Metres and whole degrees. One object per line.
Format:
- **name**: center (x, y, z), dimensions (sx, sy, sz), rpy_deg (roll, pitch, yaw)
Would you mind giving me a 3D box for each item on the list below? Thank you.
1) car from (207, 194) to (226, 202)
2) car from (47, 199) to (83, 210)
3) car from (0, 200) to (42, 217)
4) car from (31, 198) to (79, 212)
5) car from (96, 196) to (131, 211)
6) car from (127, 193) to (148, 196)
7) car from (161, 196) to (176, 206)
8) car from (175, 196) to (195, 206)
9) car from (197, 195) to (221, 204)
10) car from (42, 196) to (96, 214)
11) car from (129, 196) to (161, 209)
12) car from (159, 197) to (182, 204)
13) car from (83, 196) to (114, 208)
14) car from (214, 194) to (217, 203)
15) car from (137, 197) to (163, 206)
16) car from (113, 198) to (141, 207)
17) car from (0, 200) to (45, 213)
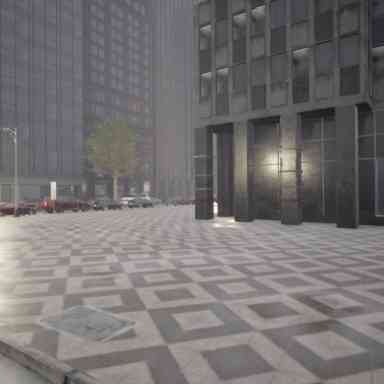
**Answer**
- **car**: center (5.628, 1.295, 76.554), dimensions (2.192, 1.841, 5.009), rpy_deg (-1, 0, 35)
- **car**: center (-16.799, 1.641, 44.067), dimensions (1.802, 1.307, 4.206), rpy_deg (-1, 0, 35)
- **car**: center (-16.194, 1.576, 29.940), dimensions (1.802, 1.307, 4.206), rpy_deg (-1, 0, 35)
- **car**: center (-16.330, 1.514, 39.900), dimensions (1.882, 1.535, 5.008), rpy_deg (-1, 0, 35)
- **car**: center (-9.786, 1.524, 39.221), dimensions (1.947, 1.339, 4.313), rpy_deg (-1, 0, 35)
- **car**: center (-8.831, 1.219, 50.739), dimensions (2.150, 2.045, 5.566), rpy_deg (-1, 0, 35)
- **car**: center (-2.442, 1.440, 54.465), dimensions (2.128, 1.511, 4.902), rpy_deg (-1, 0, 35)
- **car**: center (-0.176, 1.461, 53.141), dimensions (1.887, 1.381, 4.507), rpy_deg (-1, 0, 35)
- **car**: center (3.238, 1.422, 62.781), dimensions (2.128, 1.511, 4.902), rpy_deg (-1, 0, 35)
- **car**: center (-12.992, 1.290, 34.582), dimensions (2.192, 1.841, 5.009), rpy_deg (-1, 0, 35)
- **car**: center (-6.583, 1.508, 43.860), dimensions (1.947, 1.339, 4.313), rpy_deg (-1, 0, 35)
- **car**: center (-3.982, 1.573, 62.631), dimensions (1.947, 1.339, 4.313), rpy_deg (-1, 0, 35)
- **car**: center (-13.597, 1.484, 48.708), dimensions (1.967, 1.590, 4.097), rpy_deg (-1, 0, 35)
- **car**: center (3.026, 1.221, 57.782), dimensions (2.192, 1.841, 5.009), rpy_deg (-1, 0, 35)
- **car**: center (-7.284, 1.544, 57.849), dimensions (1.752, 1.417, 4.829), rpy_deg (-1, 0, 35)
- **car**: center (-10.391, 1.612, 53.349), dimensions (1.802, 1.307, 4.206), rpy_deg (-1, 0, 35)
- **car**: center (-20.003, 1.642, 39.427), dimensions (1.947, 1.339, 4.313), rpy_deg (-1, 0, 35)
